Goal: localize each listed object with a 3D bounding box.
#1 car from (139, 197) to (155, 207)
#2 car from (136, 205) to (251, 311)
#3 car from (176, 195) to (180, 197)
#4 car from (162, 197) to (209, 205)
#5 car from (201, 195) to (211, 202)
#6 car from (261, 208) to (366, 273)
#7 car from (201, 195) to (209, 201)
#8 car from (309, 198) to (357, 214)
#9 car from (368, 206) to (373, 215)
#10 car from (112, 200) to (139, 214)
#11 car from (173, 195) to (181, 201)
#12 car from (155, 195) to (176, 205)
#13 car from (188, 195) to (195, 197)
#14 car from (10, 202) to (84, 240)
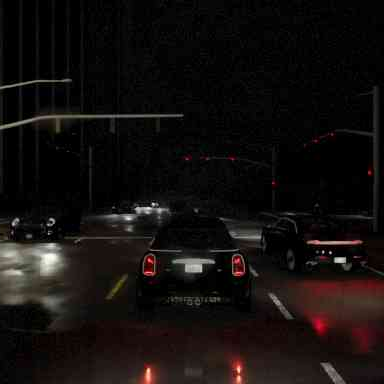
[{"bbox_3d":[-7.192,1.601,50.454,1.895,1.301,4.718,0,0,0],"label":"car"},{"bbox_3d":[0.042,1.352,7.931,2.097,1.767,4.553,0,0,0],"label":"car"},{"bbox_3d":[-3.660,1.351,65.945,2.097,1.767,4.553,0,0,0],"label":"car"},{"bbox_3d":[-0.767,1.522,33.368,2.128,1.511,4.902,0,0,-29],"label":"car"},{"bbox_3d":[3.353,1.500,77.829,1.837,1.490,4.892,0,0,0],"label":"car"},{"bbox_3d":[3.599,1.492,10.741,2.128,1.511,4.902,0,0,-3],"label":"car"},{"bbox_3d":[3.334,1.478,87.928,1.882,1.535,5.008,0,0,0],"label":"car"},{"bbox_3d":[14.606,1.407,34.682,4.553,1.767,2.097,0,0,2],"label":"car"},{"bbox_3d":[19.117,1.560,31.129,4.892,1.490,1.837,0,0,0],"label":"car"},{"bbox_3d":[-7.168,1.562,35.418,1.812,1.442,4.674,0,0,0],"label":"car"},{"bbox_3d":[-3.653,1.451,80.879,1.837,1.490,4.892,0,0,0],"label":"car"},{"bbox_3d":[-3.685,1.504,47.090,1.837,1.490,4.892,0,0,0],"label":"car"},{"bbox_3d":[-0.147,1.478,77.845,1.882,1.535,5.008,0,0,0],"label":"car"},{"bbox_3d":[-7.131,1.354,16.796,2.097,1.767,4.553,0,0,0],"label":"car"}]
